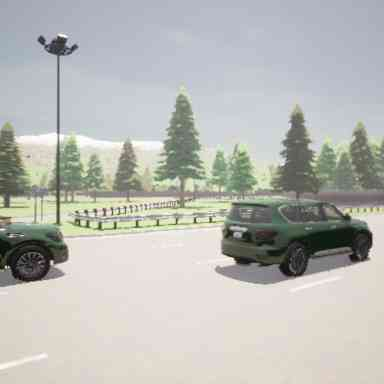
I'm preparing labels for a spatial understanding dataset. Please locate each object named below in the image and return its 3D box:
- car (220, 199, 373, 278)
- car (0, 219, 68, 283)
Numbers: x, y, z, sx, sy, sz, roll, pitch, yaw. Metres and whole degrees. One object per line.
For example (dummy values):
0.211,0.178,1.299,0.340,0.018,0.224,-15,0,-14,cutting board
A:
3.407,1.232,10.467,5.566,2.045,2.150,0,0,-35,car
-6.002,1.222,8.062,5.566,2.045,2.150,0,0,-35,car
